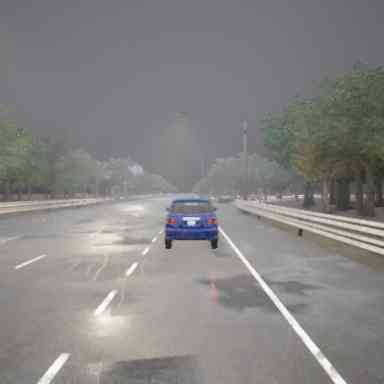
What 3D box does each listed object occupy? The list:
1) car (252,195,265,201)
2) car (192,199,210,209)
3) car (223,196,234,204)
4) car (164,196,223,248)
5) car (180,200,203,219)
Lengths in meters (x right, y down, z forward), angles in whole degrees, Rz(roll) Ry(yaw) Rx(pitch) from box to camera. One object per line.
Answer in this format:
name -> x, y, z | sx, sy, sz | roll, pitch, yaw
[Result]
car -> 16.991, 1.547, 84.049 | 2.128, 1.511, 4.902 | 0, 0, 38
car -> 1.370, 1.642, 48.270 | 1.895, 1.301, 4.718 | 0, 0, 11
car -> 6.867, 1.525, 66.322 | 1.882, 1.535, 5.008 | -1, 0, 23
car -> -0.024, 1.255, 15.063 | 2.150, 2.045, 5.566 | 0, 0, 0
car -> -0.039, 1.523, 30.666 | 1.882, 1.535, 5.008 | 0, 0, 0
